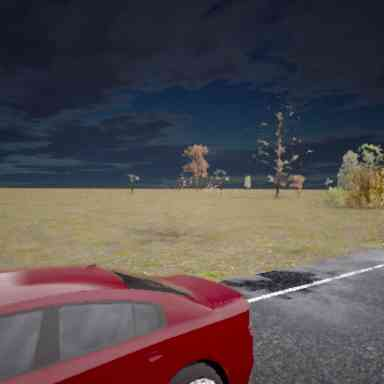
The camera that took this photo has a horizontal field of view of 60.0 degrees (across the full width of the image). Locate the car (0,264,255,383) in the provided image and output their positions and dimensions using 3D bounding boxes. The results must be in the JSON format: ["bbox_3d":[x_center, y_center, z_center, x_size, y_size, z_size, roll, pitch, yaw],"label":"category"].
[{"bbox_3d":[-1.671,1.478,2.799,5.008,1.535,1.882,0,0,-35],"label":"car"}]
